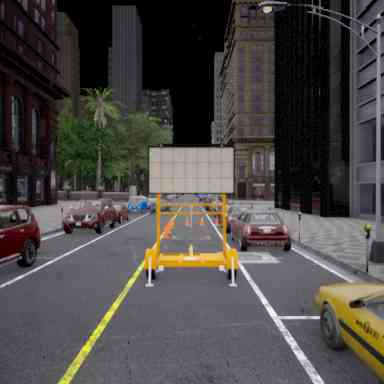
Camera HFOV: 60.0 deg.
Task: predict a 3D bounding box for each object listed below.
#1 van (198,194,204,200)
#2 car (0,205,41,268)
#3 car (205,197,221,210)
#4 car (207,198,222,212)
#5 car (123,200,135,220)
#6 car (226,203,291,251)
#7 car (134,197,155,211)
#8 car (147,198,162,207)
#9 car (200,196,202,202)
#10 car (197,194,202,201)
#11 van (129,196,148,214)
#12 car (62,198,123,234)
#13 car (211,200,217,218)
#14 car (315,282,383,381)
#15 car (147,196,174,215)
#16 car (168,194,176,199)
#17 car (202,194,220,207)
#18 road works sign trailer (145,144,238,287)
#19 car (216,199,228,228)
[{"bbox_3d":[2.601,1.341,94.731,1.690,1.788,3.998,0,0,0],"label":"van"},{"bbox_3d":[-5.782,1.315,8.628,2.192,1.841,5.009,0,0,0],"label":"car"},{"bbox_3d":[2.699,1.533,35.928,1.752,1.417,4.829,0,0,0],"label":"car"},{"bbox_3d":[2.708,1.556,30.332,2.008,1.369,4.403,0,0,0],"label":"car"},{"bbox_3d":[-5.808,1.548,24.906,1.887,1.381,4.507,0,0,0],"label":"car"},{"bbox_3d":[2.735,1.440,14.057,1.967,1.590,4.097,0,0,0],"label":"car"},{"bbox_3d":[-5.836,1.449,41.185,1.967,1.590,4.097,0,0,0],"label":"car"},{"bbox_3d":[-5.853,1.593,52.037,1.802,1.307,4.206,0,0,0],"label":"car"},{"bbox_3d":[2.672,1.576,52.033,1.947,1.339,4.313,0,0,0],"label":"car"},{"bbox_3d":[2.629,1.573,78.470,1.947,1.339,4.313,0,0,0],"label":"car"},{"bbox_3d":[-5.827,1.349,35.758,1.690,1.788,3.998,0,0,0],"label":"van"},{"bbox_3d":[-5.800,1.317,19.480,2.192,1.841,5.009,0,0,0],"label":"car"},{"bbox_3d":[2.716,1.548,24.908,1.887,1.381,4.507,0,0,0],"label":"car"},{"bbox_3d":[2.753,1.525,3.378,1.752,1.417,4.829,0,0,0],"label":"car"},{"bbox_3d":[-3.154,1.512,34.402,1.837,1.490,4.892,0,0,0],"label":"car"},{"bbox_3d":[-5.906,1.556,83.896,2.008,1.369,4.403,0,0,0],"label":"car"},{"bbox_3d":[2.689,1.324,41.183,2.192,1.841,5.009,0,0,0],"label":"car"},{"bbox_3d":[-0.016,0.464,9.327,2.380,3.560,2.880,0,0,0],"label":"road works sign trailer"},{"bbox_3d":[2.726,1.441,19.483,1.967,1.590,4.097,0,0,0],"label":"car"}]
